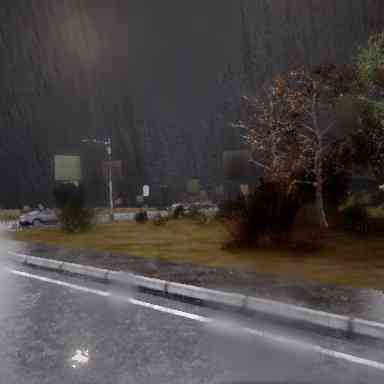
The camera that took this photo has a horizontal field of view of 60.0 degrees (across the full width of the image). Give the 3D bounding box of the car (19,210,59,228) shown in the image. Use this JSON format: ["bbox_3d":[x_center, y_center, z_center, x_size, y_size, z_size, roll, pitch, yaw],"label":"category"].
[{"bbox_3d":[-12.597,2.203,28.775,1.994,1.385,4.181,-4,-2,35],"label":"car"}]

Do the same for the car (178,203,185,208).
[{"bbox_3d":[0.146,2.795,62.050,2.128,1.511,4.902,-4,-2,32],"label":"car"}]

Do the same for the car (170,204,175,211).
[{"bbox_3d":[-2.814,2.969,63.910,1.882,1.535,5.008,-4,-2,32],"label":"car"}]

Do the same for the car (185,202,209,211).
[{"bbox_3d":[1.425,2.249,50.955,1.837,1.490,4.892,-4,-3,32],"label":"car"}]
